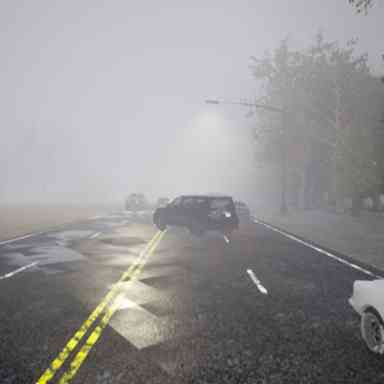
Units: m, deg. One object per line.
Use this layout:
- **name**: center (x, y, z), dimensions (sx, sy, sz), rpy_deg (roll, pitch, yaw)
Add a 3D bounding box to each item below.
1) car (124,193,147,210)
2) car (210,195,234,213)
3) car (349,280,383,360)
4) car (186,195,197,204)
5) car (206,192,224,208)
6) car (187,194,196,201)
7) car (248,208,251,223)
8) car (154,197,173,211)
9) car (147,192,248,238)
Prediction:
- **car**: center (-6.691, 1.115, 40.485), dimensions (2.150, 2.045, 5.566), rpy_deg (0, 0, 0)
- **car**: center (3.175, 1.231, 35.765), dimensions (2.097, 1.767, 4.553), rpy_deg (0, -1, 0)
- **car**: center (3.259, 1.565, 2.810), dimensions (1.895, 1.301, 4.718), rpy_deg (1, 1, 0)
- **car**: center (-0.109, 1.362, 63.364), dimensions (2.033, 1.411, 5.357), rpy_deg (-3, 1, 0)
- **car**: center (3.156, 1.067, 46.826), dimensions (2.150, 2.045, 5.566), rpy_deg (1, -1, 0)
- **car**: center (-0.188, 1.297, 79.264), dimensions (2.128, 1.511, 4.902), rpy_deg (0, 0, 0)
- **car**: center (3.179, 1.421, 24.786), dimensions (1.837, 1.490, 4.892), rpy_deg (-1, 0, 0)
- **car**: center (-3.441, 1.399, 40.698), dimensions (1.837, 1.490, 4.892), rpy_deg (0, 0, 0)
- **car**: center (0.068, 1.176, 17.861), dimensions (2.150, 2.045, 5.566), rpy_deg (-1, 1, -38)
